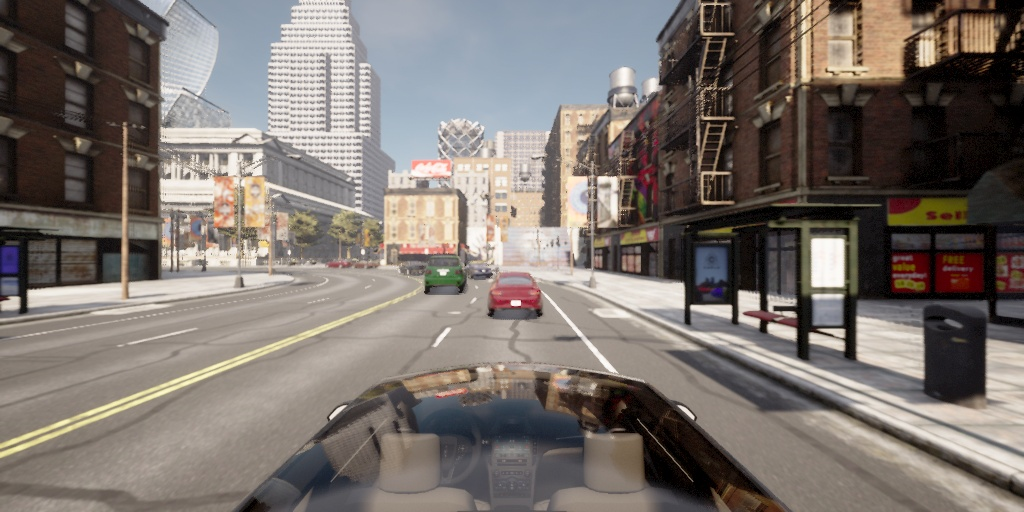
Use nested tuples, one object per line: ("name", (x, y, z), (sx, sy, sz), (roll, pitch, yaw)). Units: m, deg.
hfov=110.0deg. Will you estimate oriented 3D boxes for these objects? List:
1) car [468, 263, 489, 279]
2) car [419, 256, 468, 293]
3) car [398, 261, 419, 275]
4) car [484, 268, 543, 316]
("car", (-3.465, 1.350, 33.194), (2.033, 1.411, 5.357), (0, 0, -24))
("car", (-3.872, 1.005, 21.267), (2.150, 2.045, 5.566), (0, 0, -6))
("car", (-10.928, 1.316, 39.053), (1.837, 1.490, 4.892), (1, -1, -35))
("car", (0.082, 1.295, 13.382), (1.812, 1.442, 4.674), (0, 0, -1))
